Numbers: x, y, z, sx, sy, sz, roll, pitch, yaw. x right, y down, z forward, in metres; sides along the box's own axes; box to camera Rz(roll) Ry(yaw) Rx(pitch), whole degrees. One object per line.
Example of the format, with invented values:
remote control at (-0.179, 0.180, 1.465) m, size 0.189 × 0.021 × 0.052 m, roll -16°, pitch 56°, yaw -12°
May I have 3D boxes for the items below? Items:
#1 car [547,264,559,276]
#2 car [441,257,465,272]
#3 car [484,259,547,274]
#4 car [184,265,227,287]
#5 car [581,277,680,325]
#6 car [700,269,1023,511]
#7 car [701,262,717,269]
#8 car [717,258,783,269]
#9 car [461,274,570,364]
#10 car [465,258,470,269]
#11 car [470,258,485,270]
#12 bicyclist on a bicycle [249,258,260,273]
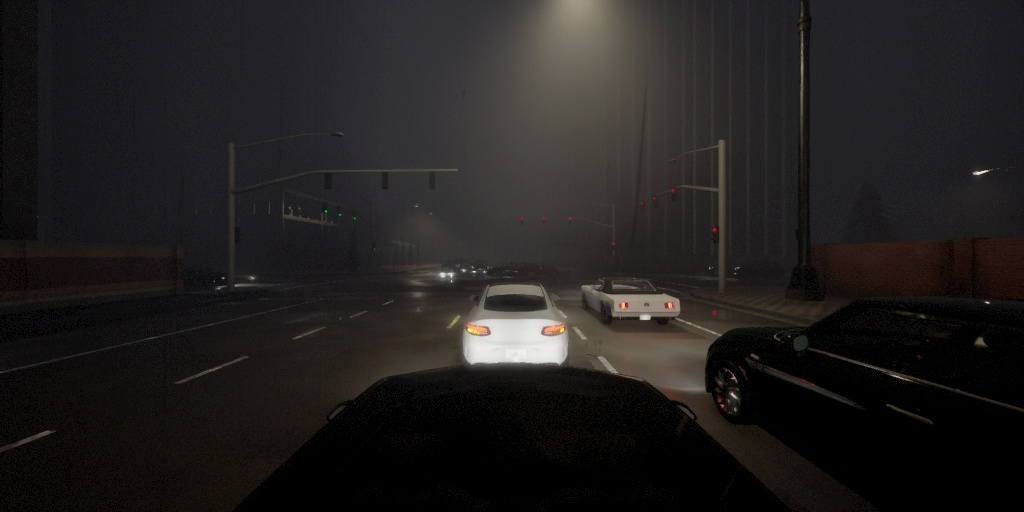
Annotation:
car at (2.511, 1.313, 35.032) m, size 4.181 × 1.385 × 1.994 m, roll 0°, pitch 0°, yaw -1°
car at (-7.883, 1.241, 46.224) m, size 2.128 × 1.511 × 4.902 m, roll 0°, pitch 0°, yaw 1°
car at (0.266, 1.241, 31.510) m, size 4.902 × 1.511 × 2.128 m, roll 0°, pitch 0°, yaw -1°
car at (-21.414, 1.314, 24.103) m, size 4.181 × 1.385 × 1.994 m, roll 0°, pitch 0°, yaw 0°
car at (3.565, 1.351, 11.800) m, size 1.895 × 1.301 × 4.718 m, roll 0°, pitch 0°, yaw 0°
car at (3.600, 1.102, 2.898) m, size 2.097 × 1.767 × 4.553 m, roll 0°, pitch 0°, yaw 0°
car at (20.979, 1.102, 35.201) m, size 4.553 × 1.767 × 2.097 m, roll 0°, pitch 0°, yaw 0°
car at (21.271, 1.101, 31.704) m, size 4.553 × 1.767 × 2.097 m, roll 0°, pitch 0°, yaw -1°
car at (0.060, 1.276, 7.583) m, size 1.812 × 1.442 × 4.674 m, roll 0°, pitch 0°, yaw 0°
car at (-7.977, 1.102, 55.371) m, size 2.097 × 1.767 × 4.553 m, roll 0°, pitch 0°, yaw -1°
car at (-4.405, 1.227, 51.249) m, size 1.882 × 1.535 × 5.008 m, roll 0°, pitch 0°, yaw -1°
bicyclist on a bicycle at (-28.401, 1.051, 39.525) m, size 0.582 × 1.620 × 1.656 m, roll 0°, pitch 0°, yaw -1°
